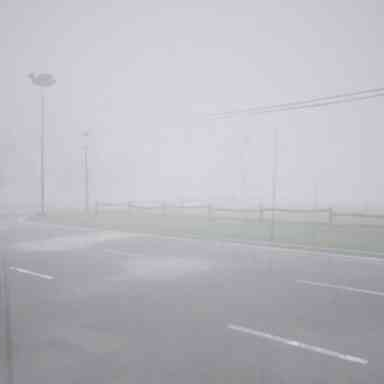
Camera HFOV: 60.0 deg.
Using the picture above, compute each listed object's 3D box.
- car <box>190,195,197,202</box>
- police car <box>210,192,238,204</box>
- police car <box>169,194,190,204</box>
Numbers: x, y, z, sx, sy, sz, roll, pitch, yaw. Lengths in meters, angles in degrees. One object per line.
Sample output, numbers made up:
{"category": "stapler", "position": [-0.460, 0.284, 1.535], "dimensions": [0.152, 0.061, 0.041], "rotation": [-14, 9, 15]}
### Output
{"category": "car", "position": [-0.983, 1.399, 71.103], "dimensions": [1.882, 1.535, 5.008], "rotation": [0, 0, 36]}
{"category": "police car", "position": [5.914, 0.950, 61.586], "dimensions": [5.238, 1.638, 1.930], "rotation": [-7, 36, -15]}
{"category": "police car", "position": [-2.661, 1.243, 61.254], "dimensions": [2.038, 1.542, 4.974], "rotation": [2, 7, -21]}
